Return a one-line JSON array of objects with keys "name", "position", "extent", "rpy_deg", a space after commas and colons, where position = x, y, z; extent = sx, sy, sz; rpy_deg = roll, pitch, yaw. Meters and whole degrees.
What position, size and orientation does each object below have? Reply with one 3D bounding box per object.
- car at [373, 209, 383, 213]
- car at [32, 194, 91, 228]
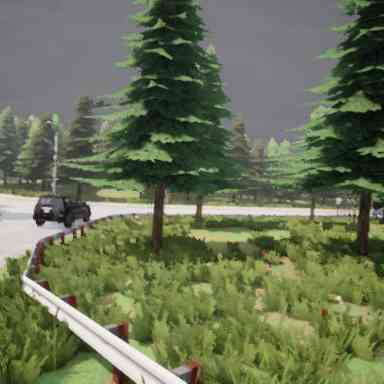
[{"name": "car", "position": [27.312, 2.909, 46.164], "extent": [5.357, 1.411, 2.033], "rpy_deg": [2, 3, -26]}, {"name": "car", "position": [-8.799, 1.181, 22.991], "extent": [2.150, 2.045, 5.566], "rpy_deg": [4, 2, 2]}]
